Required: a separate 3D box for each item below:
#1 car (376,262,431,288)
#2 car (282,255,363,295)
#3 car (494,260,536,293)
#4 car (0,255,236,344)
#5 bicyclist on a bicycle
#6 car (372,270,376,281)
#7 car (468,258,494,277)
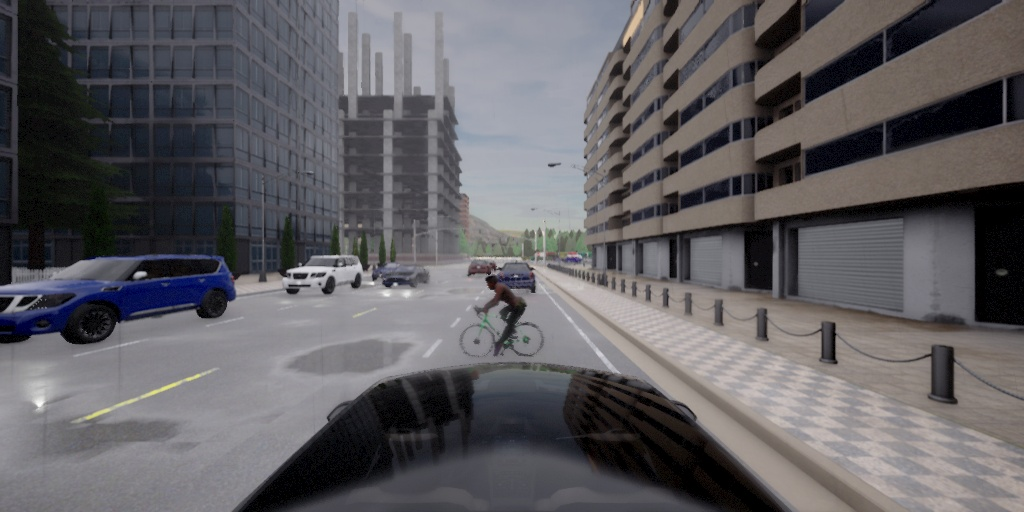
[{"bbox_3d":[-6.829,1.299,23.815,2.033,1.411,5.357,0,0,1],"label":"car"},{"bbox_3d":[-10.451,0.972,20.377,2.150,2.045,5.566,0,0,0],"label":"car"},{"bbox_3d":[0.255,1.103,21.062,2.097,1.767,4.553,0,0,0],"label":"car"},{"bbox_3d":[-10.541,0.972,9.949,2.150,2.045,5.566,0,0,1],"label":"car"},{"bbox_3d":[-0.214,1.199,7.013,1.656,1.620,0.582,-2,0,0],"label":"bicyclist on a bicycle"},{"bbox_3d":[-10.315,1.277,30.634,1.812,1.442,4.674,0,0,1],"label":"car"},{"bbox_3d":[-3.141,1.104,36.299,2.097,1.767,4.553,0,0,1],"label":"car"}]
